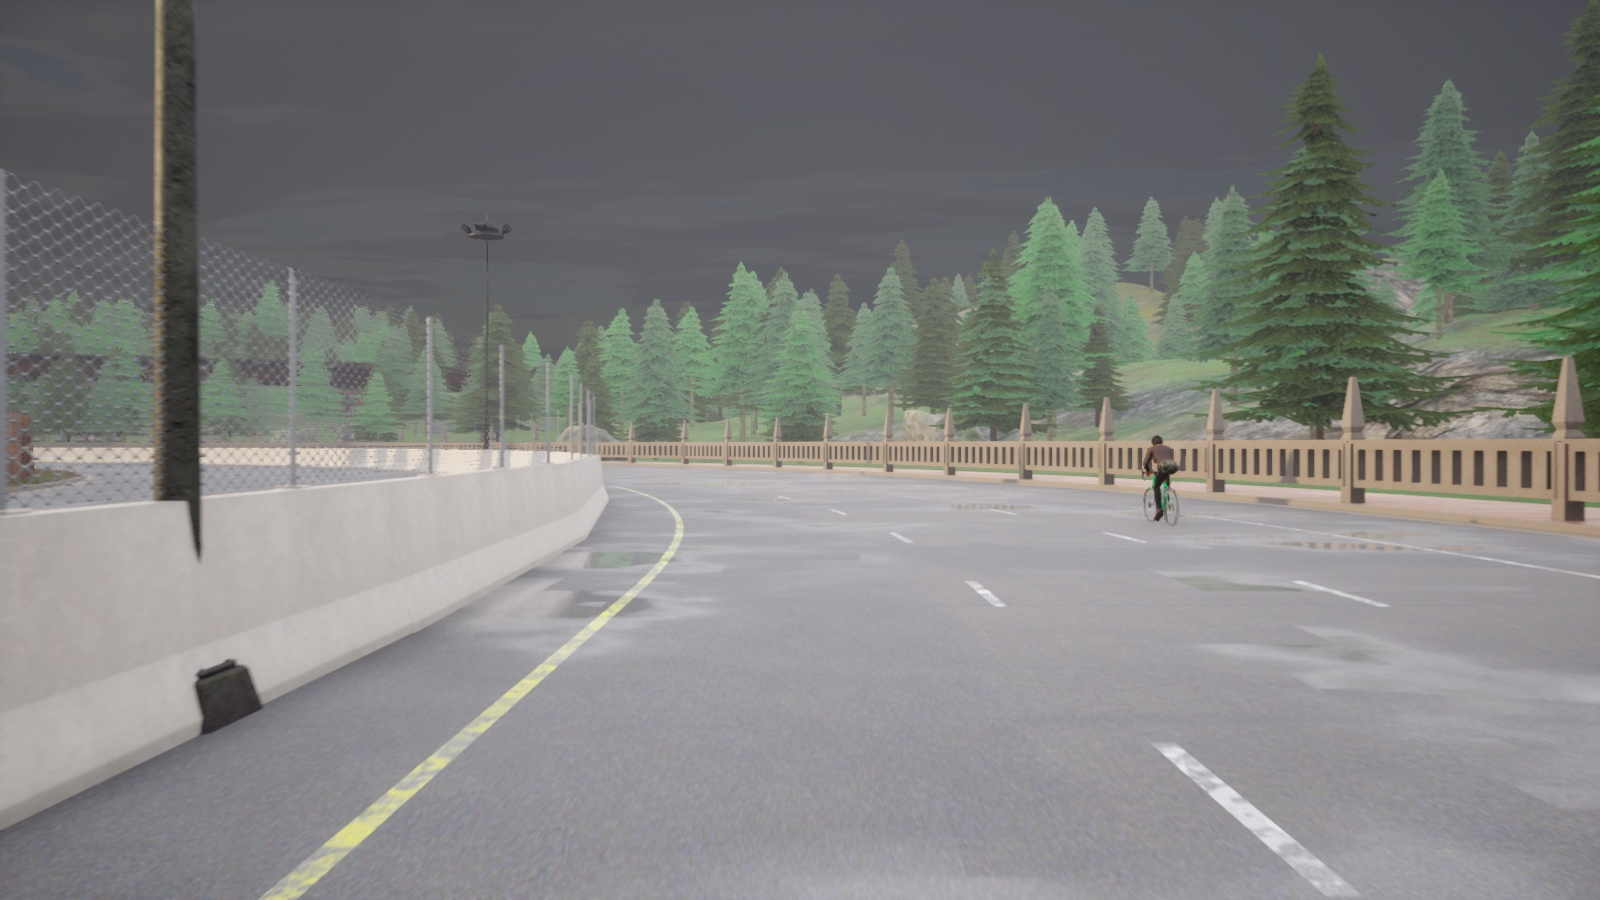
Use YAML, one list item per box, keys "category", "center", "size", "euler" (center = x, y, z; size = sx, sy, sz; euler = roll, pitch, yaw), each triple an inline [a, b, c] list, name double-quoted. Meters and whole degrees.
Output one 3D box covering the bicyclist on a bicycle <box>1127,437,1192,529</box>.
- category: "bicyclist on a bicycle"
  center: [6.539, 0.575, 22.911]
  size: [0.582, 1.620, 1.656]
  euler: [0, 0, -5]
